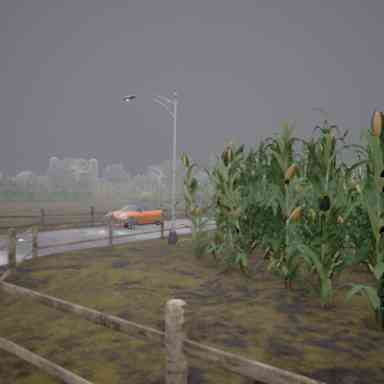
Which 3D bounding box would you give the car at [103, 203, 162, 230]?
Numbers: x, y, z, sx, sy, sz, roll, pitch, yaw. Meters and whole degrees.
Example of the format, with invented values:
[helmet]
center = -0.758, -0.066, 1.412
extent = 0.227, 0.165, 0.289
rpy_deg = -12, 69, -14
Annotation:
[car]
center = -4.042, 1.597, 23.551
extent = 2.097, 1.767, 4.553
rpy_deg = 1, 0, 35
